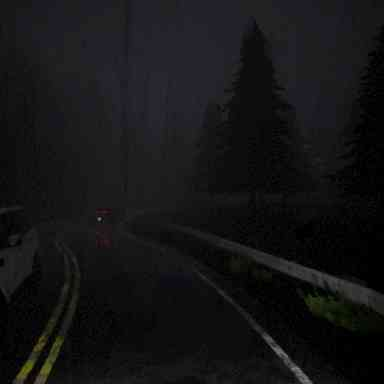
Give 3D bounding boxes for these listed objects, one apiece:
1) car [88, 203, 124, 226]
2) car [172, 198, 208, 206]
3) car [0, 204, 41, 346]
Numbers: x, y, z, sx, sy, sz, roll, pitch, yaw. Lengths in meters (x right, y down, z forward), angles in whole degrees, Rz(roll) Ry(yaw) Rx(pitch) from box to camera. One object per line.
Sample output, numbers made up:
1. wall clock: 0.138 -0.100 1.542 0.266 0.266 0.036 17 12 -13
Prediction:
1. car: -6.197 1.605 24.382 1.837 1.490 4.892 -1 -2 -2
2. car: -0.122 1.464 38.164 1.837 1.490 4.892 4 3 44
3. car: -4.252 1.285 6.069 2.150 2.045 5.566 -1 0 -16
